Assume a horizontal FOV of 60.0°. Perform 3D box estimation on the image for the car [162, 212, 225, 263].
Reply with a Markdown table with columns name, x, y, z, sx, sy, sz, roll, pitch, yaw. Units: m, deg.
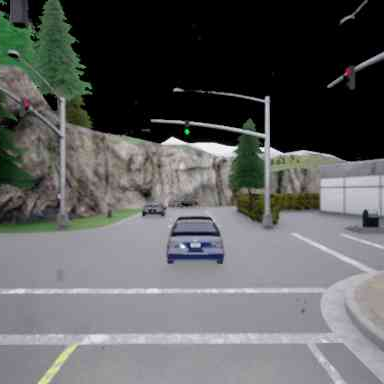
| name | x | y | z | sx | sy | sz | roll | pitch | yaw |
| --- | --- | --- | --- | --- | --- | --- | --- | --- | --- |
| car | 0.100 | 1.560 | 11.938 | 2.033 | 1.411 | 5.357 | 0 | 0 | 0 |

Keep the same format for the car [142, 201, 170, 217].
| name | x | y | z | sx | sy | sz | roll | pitch | yaw |
| --- | --- | --- | --- | --- | --- | --- | --- | --- | --- |
| car | -3.523 | 1.596 | 31.719 | 1.994 | 1.385 | 4.181 | 0 | 0 | 1 |

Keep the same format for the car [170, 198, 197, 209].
| name | x | y | z | sx | sy | sz | roll | pitch | yaw |
| --- | --- | --- | --- | --- | --- | --- | --- | --- | --- |
| car | -1.289 | 1.539 | 46.931 | 2.128 | 1.511 | 4.902 | -1 | 0 | 41 |
